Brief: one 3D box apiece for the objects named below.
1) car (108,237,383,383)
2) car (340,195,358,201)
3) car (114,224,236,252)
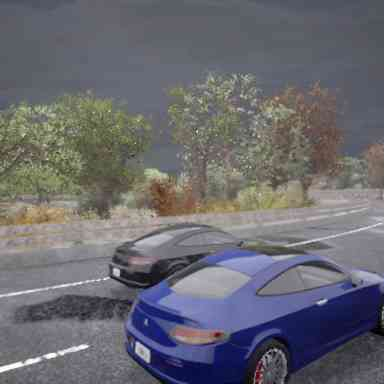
[{"bbox_3d":[1.300,1.537,4.967,4.674,1.442,1.812,0,0,-37],"label":"car"},{"bbox_3d":[40.301,1.577,86.455,1.837,1.490,4.892,0,0,0],"label":"car"},{"bbox_3d":[0.198,1.551,8.538,4.674,1.442,1.812,0,0,-38],"label":"car"}]
